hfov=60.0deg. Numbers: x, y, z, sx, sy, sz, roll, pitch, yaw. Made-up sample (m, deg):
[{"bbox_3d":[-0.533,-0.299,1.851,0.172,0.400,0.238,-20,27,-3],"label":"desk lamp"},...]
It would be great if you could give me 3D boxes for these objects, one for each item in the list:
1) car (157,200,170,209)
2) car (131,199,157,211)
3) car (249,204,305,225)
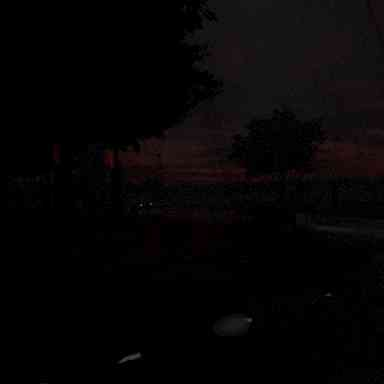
[{"bbox_3d":[-5.266,1.992,53.127,1.895,1.301,4.718,-3,0,-29],"label":"car"},{"bbox_3d":[-7.562,1.860,49.708,2.097,1.767,4.553,-3,0,-29],"label":"car"},{"bbox_3d":[6.559,1.681,26.126,2.128,1.511,4.902,-3,1,-32],"label":"car"}]
